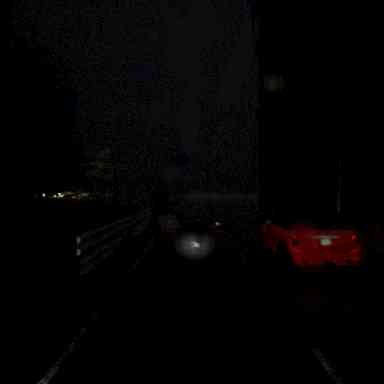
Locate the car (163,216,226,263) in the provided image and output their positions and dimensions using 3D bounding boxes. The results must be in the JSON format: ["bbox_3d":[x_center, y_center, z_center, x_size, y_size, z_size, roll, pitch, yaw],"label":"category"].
[{"bbox_3d":[0.085,1.560,11.896,1.994,1.385,4.181,0,0,0],"label":"car"}]

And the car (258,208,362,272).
[{"bbox_3d":[3.581,1.349,10.988,2.097,1.767,4.553,0,0,0],"label":"car"}]

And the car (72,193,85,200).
[{"bbox_3d":[-26.924,1.015,79.360,4.674,1.442,1.812,1,1,44],"label":"car"}]

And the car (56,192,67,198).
[{"bbox_3d":[-34.043,0.721,86.726,2.128,1.511,4.902,0,1,-39],"label":"car"}]
